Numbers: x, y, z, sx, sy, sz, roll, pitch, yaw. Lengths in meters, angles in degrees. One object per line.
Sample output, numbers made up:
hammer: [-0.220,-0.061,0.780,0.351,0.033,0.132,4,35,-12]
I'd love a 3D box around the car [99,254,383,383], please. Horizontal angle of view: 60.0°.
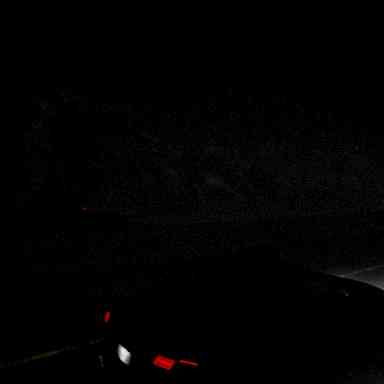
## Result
car: [0.960,1.564,4.435,4.181,1.385,1.994,0,0,-36]

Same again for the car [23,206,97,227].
car: [-5.767,1.600,17.070,4.718,1.301,1.895,0,0,-35]

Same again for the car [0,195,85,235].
car: [-8.895,1.221,19.140,5.566,2.045,2.150,0,0,-35]

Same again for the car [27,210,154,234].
car: [-4.060,1.600,13.989,4.718,1.301,1.895,0,0,-35]

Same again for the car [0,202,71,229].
car: [-10.812,1.505,22.070,4.892,1.490,1.837,0,0,-35]
